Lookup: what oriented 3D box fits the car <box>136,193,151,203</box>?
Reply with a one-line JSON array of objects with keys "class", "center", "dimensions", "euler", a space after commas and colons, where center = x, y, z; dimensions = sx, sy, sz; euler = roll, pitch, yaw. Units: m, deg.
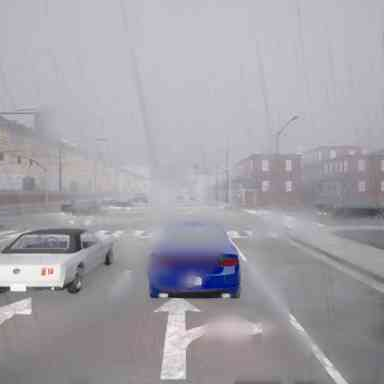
[{"class": "car", "center": [-10.417, 1.256, 68.740], "dimensions": [2.150, 2.045, 5.566], "euler": [0, 0, 0]}]

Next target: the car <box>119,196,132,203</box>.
[{"class": "car", "center": [-13.915, 1.559, 70.021], "dimensions": [1.812, 1.442, 4.674], "euler": [0, 0, 0]}]

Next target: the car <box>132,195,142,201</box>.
[{"class": "car", "center": [-13.898, 1.530, 84.481], "dimensions": [1.837, 1.490, 4.892], "euler": [0, 0, 0]}]

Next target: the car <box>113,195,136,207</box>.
[{"class": "car", "center": [-10.463, 1.503, 51.618], "dimensions": [1.882, 1.535, 5.008], "euler": [0, 0, -1]}]

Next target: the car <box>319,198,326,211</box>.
[{"class": "car", "center": [16.504, 1.582, 36.011], "dimensions": [4.181, 1.385, 1.994], "euler": [0, 0, 0]}]

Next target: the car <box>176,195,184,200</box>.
[{"class": "car", "center": [-3.387, 1.547, 93.297], "dimensions": [1.837, 1.490, 4.892], "euler": [0, 0, 0]}]

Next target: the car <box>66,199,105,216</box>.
[{"class": "car", "center": [-10.561, 1.521, 33.342], "dimensions": [1.837, 1.490, 4.892], "euler": [0, 0, 0]}]

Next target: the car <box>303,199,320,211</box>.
[{"class": "car", "center": [15.760, 1.511, 39.514], "dimensions": [4.902, 1.511, 2.128], "euler": [0, 0, 0]}]

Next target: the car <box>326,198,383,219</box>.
[{"class": "car", "center": [14.530, 1.366, 28.915], "dimensions": [4.553, 1.767, 2.097], "euler": [0, 0, 1]}]

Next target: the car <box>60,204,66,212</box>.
[{"class": "car", "center": [-14.052, 1.621, 39.874], "dimensions": [1.895, 1.301, 4.718], "euler": [0, 0, 0]}]

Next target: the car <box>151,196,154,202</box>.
[{"class": "car", "center": [-10.403, 1.563, 80.633], "dimensions": [1.812, 1.442, 4.674], "euler": [0, 0, 0]}]

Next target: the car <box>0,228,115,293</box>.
[{"class": "car", "center": [-3.419, 1.605, 8.806], "dimensions": [1.895, 1.301, 4.718], "euler": [0, 0, 0]}]

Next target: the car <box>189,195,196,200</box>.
[{"class": "car", "center": [0.113, 1.586, 93.341], "dimensions": [2.033, 1.411, 5.357], "euler": [0, 0, 0]}]

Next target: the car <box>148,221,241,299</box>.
[{"class": "car", "center": [0.076, 1.482, 8.538], "dimensions": [1.882, 1.535, 5.008], "euler": [0, 0, 1]}]

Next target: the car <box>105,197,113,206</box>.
[{"class": "car", "center": [-14.015, 1.554, 56.568], "dimensions": [1.812, 1.442, 4.674], "euler": [0, 0, 0]}]
